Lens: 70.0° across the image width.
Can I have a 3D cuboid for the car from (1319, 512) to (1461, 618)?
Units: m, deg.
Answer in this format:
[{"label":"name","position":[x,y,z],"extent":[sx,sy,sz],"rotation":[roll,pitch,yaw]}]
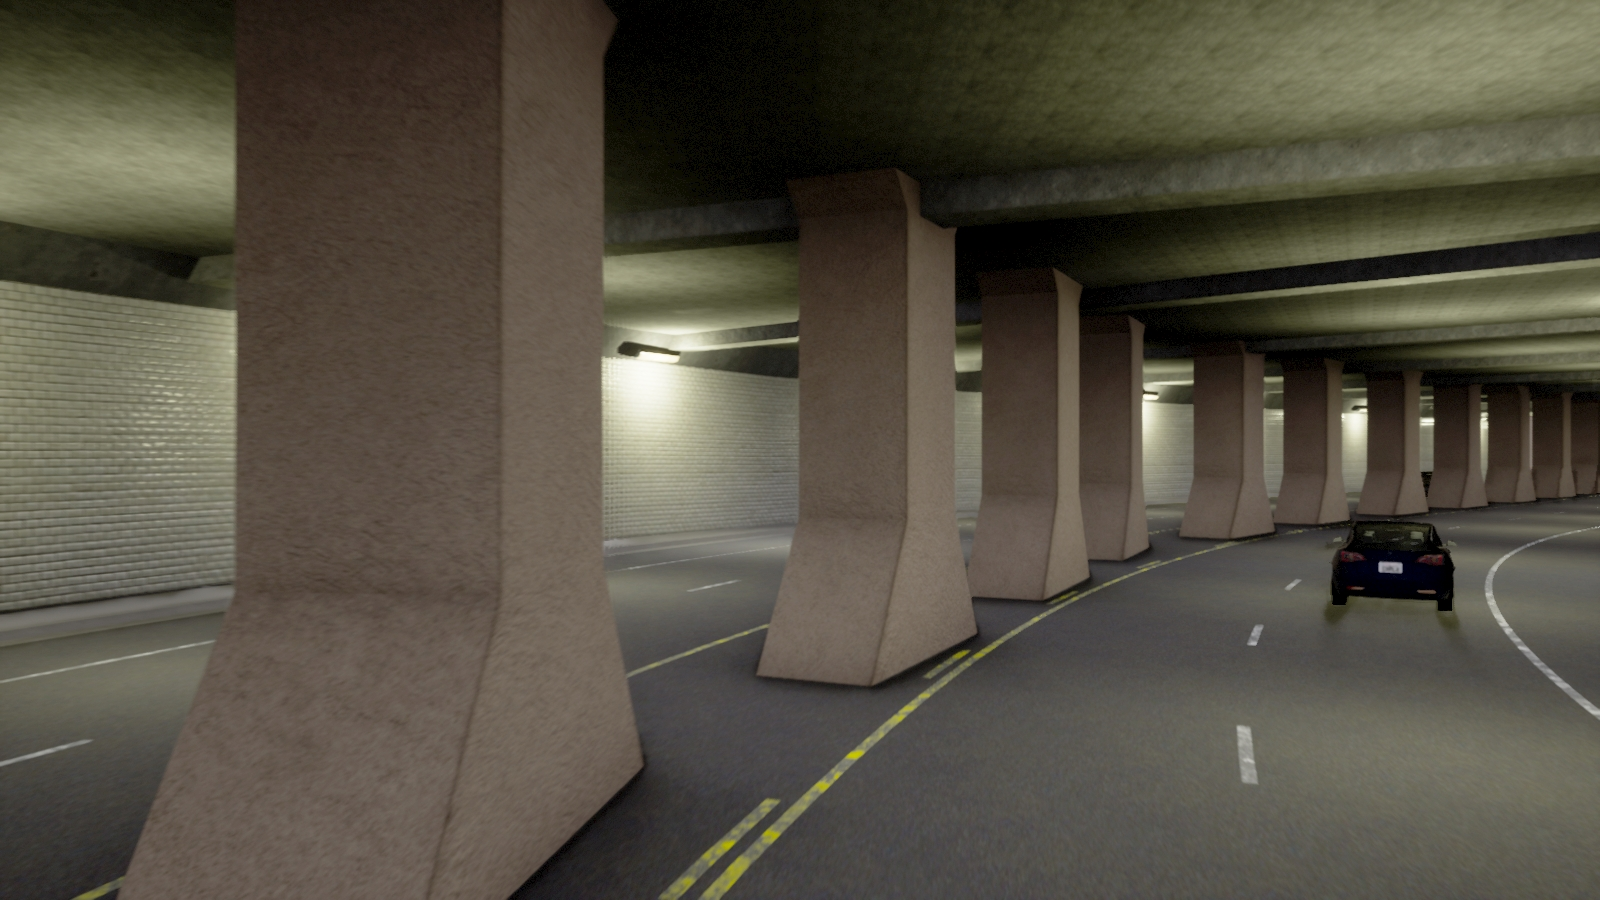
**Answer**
[{"label":"car","position":[11.229,2.067,21.696],"extent":[2.163,1.488,4.792],"rotation":[0,0,28]}]
